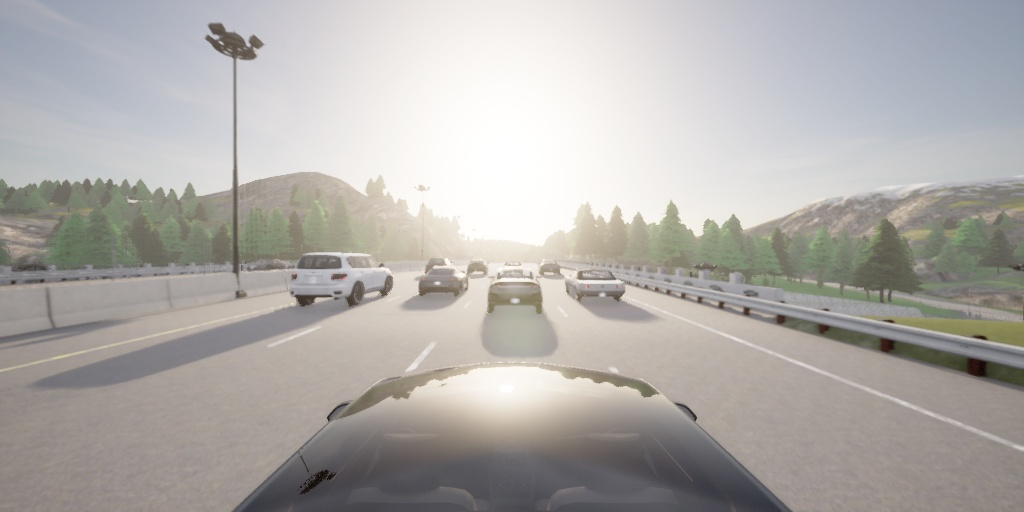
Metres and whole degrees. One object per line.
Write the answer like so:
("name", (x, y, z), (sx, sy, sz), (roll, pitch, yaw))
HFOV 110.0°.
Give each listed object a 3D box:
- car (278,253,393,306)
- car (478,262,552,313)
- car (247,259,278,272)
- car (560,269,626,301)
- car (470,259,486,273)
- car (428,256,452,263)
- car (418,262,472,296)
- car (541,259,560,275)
("car", (-6.895, 0.877, 15.165), (2.150, 2.045, 5.566), (0, 0, 0))
("car", (0.100, 1.158, 13.509), (2.128, 1.511, 4.902), (0, 0, 0))
("car", (-28.078, 1.076, 41.258), (2.128, 1.511, 4.902), (0, 0, 0))
("car", (3.601, 1.247, 16.495), (1.895, 1.301, 4.718), (0, 0, 0))
("car", (-3.398, 1.073, 36.118), (1.837, 1.490, 4.892), (0, 0, 0))
("car", (-6.898, 0.920, 34.655), (2.097, 1.767, 4.553), (0, 0, 0))
("car", (-3.400, 1.197, 18.375), (1.994, 1.385, 4.181), (0, 0, 0))
("car", (3.601, 1.060, 35.154), (2.128, 1.511, 4.902), (0, 0, 0))
